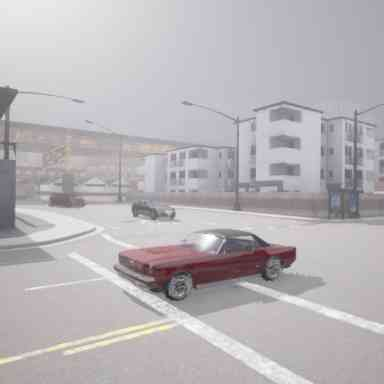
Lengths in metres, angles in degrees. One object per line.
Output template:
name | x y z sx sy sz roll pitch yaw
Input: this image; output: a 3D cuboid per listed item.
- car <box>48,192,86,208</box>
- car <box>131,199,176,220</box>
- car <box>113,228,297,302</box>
car | -13.942 0.830 37.177 4.553 1.767 2.097 2 0 33
car | -3.145 1.360 26.630 2.128 1.511 4.902 1 1 -37
car | 0.489 1.651 8.523 4.718 1.301 1.895 1 0 -36
